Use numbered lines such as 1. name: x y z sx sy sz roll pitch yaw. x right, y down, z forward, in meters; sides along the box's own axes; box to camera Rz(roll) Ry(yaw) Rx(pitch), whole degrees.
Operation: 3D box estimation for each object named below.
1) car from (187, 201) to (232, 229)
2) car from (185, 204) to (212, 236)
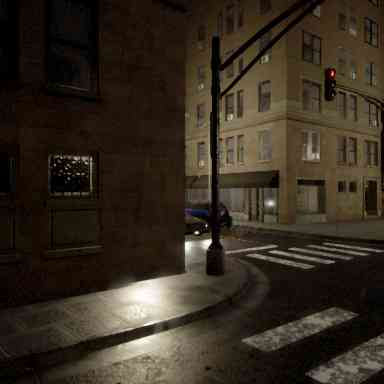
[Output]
1. car: 0.407 1.319 20.758 2.097 1.767 4.553 0 0 -35
2. car: -1.318 1.515 17.734 2.033 1.411 5.357 0 0 -36
